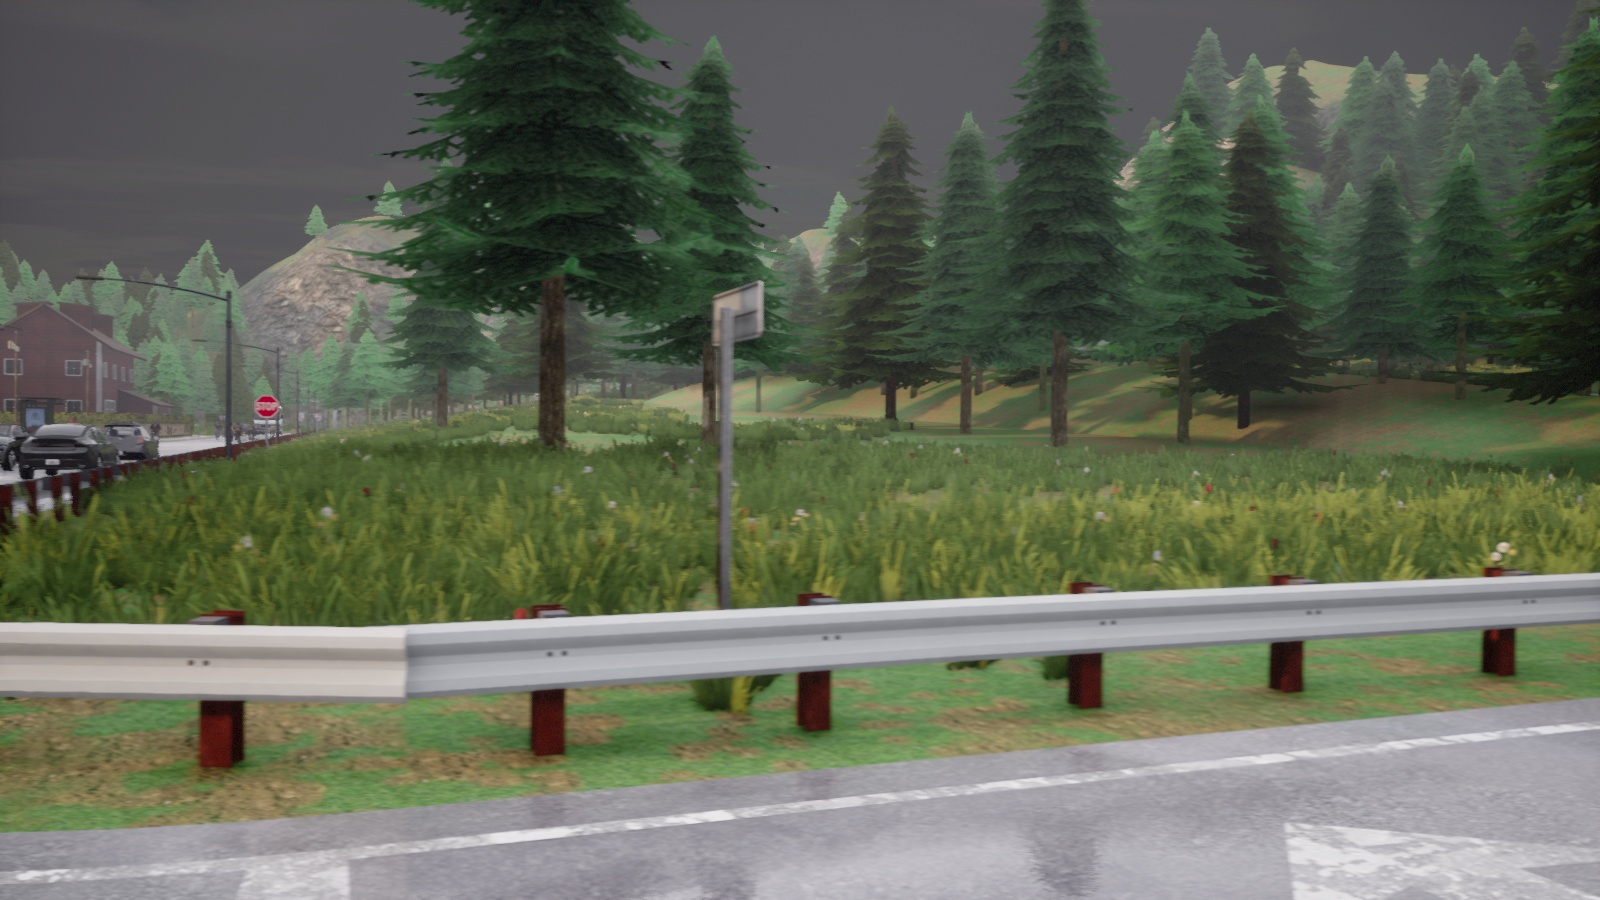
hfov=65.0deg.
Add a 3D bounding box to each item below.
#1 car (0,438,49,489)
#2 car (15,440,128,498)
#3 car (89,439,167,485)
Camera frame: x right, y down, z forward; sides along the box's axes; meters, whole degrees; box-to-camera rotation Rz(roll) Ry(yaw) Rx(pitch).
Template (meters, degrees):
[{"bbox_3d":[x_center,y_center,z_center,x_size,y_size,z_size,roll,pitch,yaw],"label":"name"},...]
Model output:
[{"bbox_3d":[-25.767,0.402,40.149,2.128,1.511,4.902,-1,1,-21],"label":"car"},{"bbox_3d":[-20.314,0.471,35.217,1.837,1.490,4.892,-1,1,-20],"label":"car"},{"bbox_3d":[-23.405,0.373,43.855,1.845,1.501,3.633,-1,1,-20],"label":"car"}]
